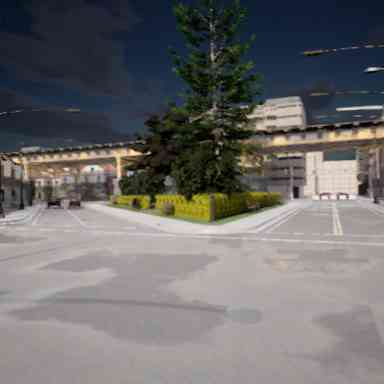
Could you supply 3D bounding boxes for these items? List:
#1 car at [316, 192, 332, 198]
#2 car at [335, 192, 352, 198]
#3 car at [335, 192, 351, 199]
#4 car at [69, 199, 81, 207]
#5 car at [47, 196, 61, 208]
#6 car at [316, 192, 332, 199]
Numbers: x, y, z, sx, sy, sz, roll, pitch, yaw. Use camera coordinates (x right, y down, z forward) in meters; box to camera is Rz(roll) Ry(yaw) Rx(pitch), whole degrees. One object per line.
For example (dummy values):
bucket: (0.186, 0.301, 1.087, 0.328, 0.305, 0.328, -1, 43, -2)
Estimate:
car: (31.292, 0.773, 78.802, 4.536, 1.218, 1.853, -1, 0, -43)
car: (34.974, 0.696, 76.928, 1.853, 1.218, 4.536, -1, 0, 2)
car: (34.975, 0.853, 76.876, 2.038, 1.542, 4.974, -1, 0, 2)
car: (-21.606, 1.987, 61.360, 1.882, 1.535, 5.008, -1, 0, -23)
car: (-24.846, 1.799, 60.027, 2.150, 2.045, 5.566, -1, 0, -23)
car: (31.257, 0.931, 78.766, 4.974, 1.542, 2.038, -1, 0, -43)
